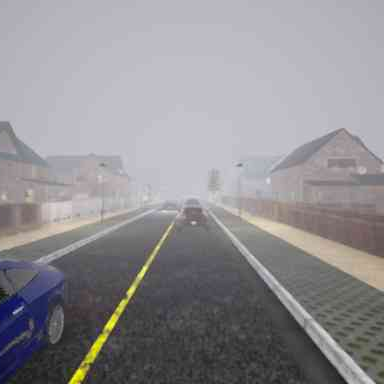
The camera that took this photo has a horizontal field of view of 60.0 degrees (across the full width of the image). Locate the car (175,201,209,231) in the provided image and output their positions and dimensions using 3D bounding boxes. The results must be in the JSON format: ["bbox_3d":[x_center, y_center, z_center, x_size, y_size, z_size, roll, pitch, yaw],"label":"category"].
[{"bbox_3d":[0.092,1.530,20.561,1.812,1.442,4.674,0,0,0],"label":"car"}]

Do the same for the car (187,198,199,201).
[{"bbox_3d":[0.091,1.513,41.064,1.882,1.535,5.008,0,0,0],"label":"car"}]

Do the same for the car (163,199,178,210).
[{"bbox_3d":[-2.798,1.643,44.016,1.895,1.301,4.718,0,0,1],"label":"car"}]

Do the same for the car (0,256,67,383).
[{"bbox_3d":[-2.850,1.525,3.521,1.812,1.442,4.674,0,0,0],"label":"car"}]
